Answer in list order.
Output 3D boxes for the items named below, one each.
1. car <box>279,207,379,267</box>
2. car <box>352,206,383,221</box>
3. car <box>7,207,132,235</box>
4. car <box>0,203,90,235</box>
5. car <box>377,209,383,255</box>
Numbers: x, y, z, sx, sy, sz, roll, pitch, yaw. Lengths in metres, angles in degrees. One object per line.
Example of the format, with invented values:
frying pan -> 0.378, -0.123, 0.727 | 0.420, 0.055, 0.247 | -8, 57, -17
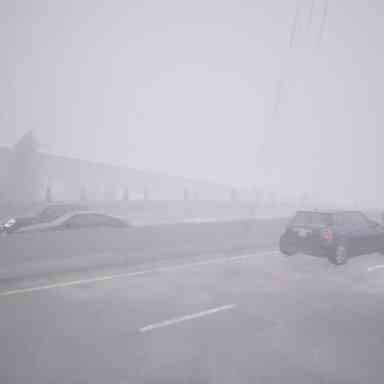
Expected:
car -> 5.230, 1.364, 11.774 | 4.553, 1.767, 2.097 | 0, 0, -35
car -> 22.129, 2.650, 41.246 | 4.892, 1.490, 1.837 | 6, -4, -35
car -> -4.670, 1.530, 13.557 | 4.674, 1.442, 1.812 | 0, 0, -35
car -> -6.881, 1.356, 16.279 | 4.553, 1.767, 2.097 | 0, 0, -35
car -> 7.211, 1.364, 8.888 | 4.553, 1.767, 2.097 | 0, 0, -35
